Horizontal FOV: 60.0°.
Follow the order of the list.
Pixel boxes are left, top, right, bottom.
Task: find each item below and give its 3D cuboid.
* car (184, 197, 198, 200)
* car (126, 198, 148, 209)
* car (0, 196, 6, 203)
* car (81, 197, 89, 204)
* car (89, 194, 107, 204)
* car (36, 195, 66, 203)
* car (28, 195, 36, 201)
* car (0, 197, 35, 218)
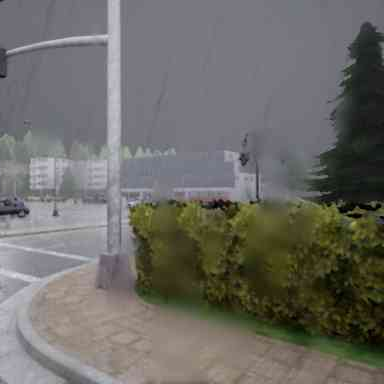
[{"bbox_3d":[-0.533,1.456,48.365,1.845,1.501,3.633,0,0,36],"label":"car"},{"bbox_3d":[-7.301,1.475,44.106,1.970,1.475,3.806,0,0,36],"label":"car"},{"bbox_3d":[-40.940,1.505,68.211,2.007,1.523,4.514,0,0,36],"label":"car"},{"bbox_3d":[-18.094,1.220,60.755,1.905,1.878,3.866,0,0,36],"label":"car"},{"bbox_3d":[-15.499,1.232,59.383,1.932,1.855,4.605,0,0,36],"label":"car"},{"bbox_3d":[-28.452,1.333,68.264,2.152,1.636,5.027,0,0,36],"label":"car"},{"bbox_3d":[-33.838,1.429,71.769,1.970,1.475,3.806,0,0,36],"label":"car"},{"bbox_3d":[-15.806,1.421,27.281,2.007,1.523,4.514,0,0,36],"label":"car"}]
